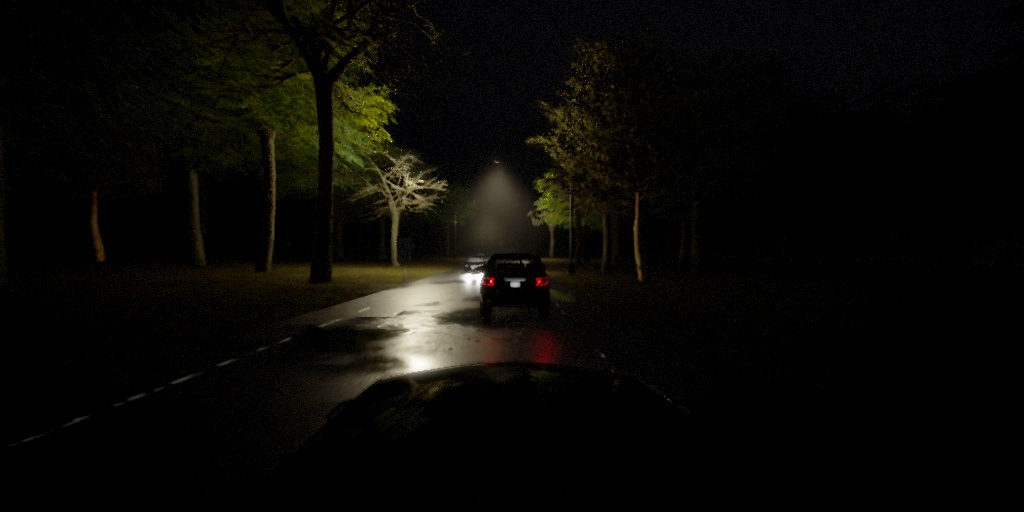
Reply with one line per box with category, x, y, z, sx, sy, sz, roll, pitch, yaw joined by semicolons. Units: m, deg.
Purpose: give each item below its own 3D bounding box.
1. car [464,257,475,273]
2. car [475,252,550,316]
car;-3.655;0.869;36.119;2.128;1.511;4.902;0;1;-1
car;0.099;0.886;13.009;2.150;2.045;5.566;0;1;0
